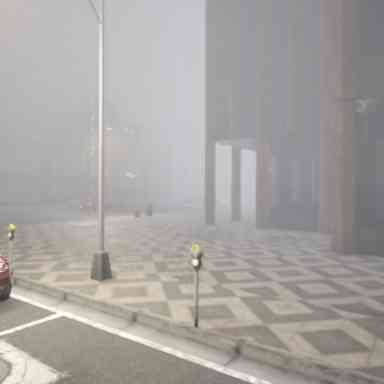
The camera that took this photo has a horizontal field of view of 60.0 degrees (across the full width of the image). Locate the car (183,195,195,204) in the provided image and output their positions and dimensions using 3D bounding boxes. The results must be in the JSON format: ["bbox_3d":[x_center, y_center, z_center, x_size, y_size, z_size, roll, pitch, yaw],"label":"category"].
[{"bbox_3d":[0.401,1.325,58.391,1.837,1.490,4.892,0,0,36],"label":"car"}]

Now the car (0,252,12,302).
[{"bbox_3d":[-5.582,1.436,6.905,4.097,1.590,1.967,0,0,35],"label":"car"}]

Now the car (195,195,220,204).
[{"bbox_3d":[2.935,1.398,56.351,1.994,1.385,4.181,0,0,36],"label":"car"}]

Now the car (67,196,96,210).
[{"bbox_3d":[-12.672,1.236,39.956,2.097,1.767,4.553,0,0,35],"label":"car"}]

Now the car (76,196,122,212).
[{"bbox_3d":[-10.262,1.502,37.744,1.895,1.301,4.718,0,0,35],"label":"car"}]
